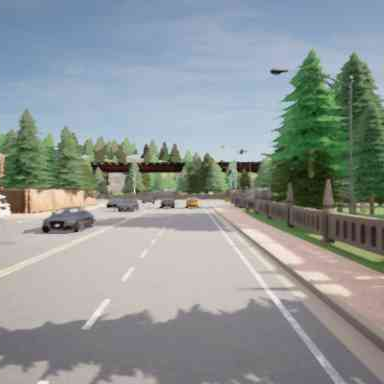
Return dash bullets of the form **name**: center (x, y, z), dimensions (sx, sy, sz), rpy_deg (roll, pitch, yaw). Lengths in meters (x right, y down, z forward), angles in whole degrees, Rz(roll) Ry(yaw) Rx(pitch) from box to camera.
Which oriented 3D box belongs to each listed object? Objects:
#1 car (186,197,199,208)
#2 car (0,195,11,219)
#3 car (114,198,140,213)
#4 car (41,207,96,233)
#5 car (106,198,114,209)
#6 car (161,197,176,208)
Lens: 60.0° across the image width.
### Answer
- **car**: center (0.078, 1.502, 48.321), dimensions (1.882, 1.535, 5.008), rpy_deg (0, -1, 0)
- **car**: center (-15.563, 1.216, 22.829), dimensions (5.566, 2.045, 2.150), rpy_deg (1, 2, -22)
- **car**: center (-7.109, 1.524, 37.666), dimensions (1.837, 1.490, 4.892), rpy_deg (0, 0, 0)
- **car**: center (-7.108, 1.573, 19.501), dimensions (1.994, 1.385, 4.181), rpy_deg (0, 0, 0)
- **car**: center (-10.571, 1.570, 46.877), dimensions (2.033, 1.411, 5.357), rpy_deg (0, 0, 0)
- **car**: center (-3.423, 1.515, 47.779), dimensions (2.128, 1.511, 4.902), rpy_deg (0, 0, 0)
